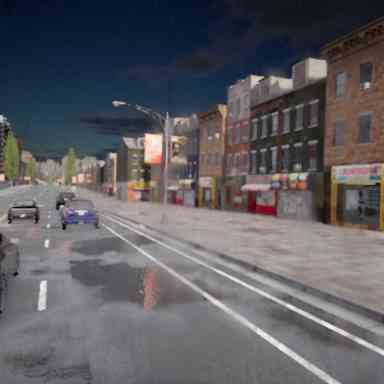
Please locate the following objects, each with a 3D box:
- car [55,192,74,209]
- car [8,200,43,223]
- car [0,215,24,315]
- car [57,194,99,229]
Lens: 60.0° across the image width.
[{"bbox_3d":[-15.003,1.013,39.655,2.150,2.045,5.566,1,0,-23],"label":"car"},{"bbox_3d":[-11.620,1.304,23.256,2.128,1.511,4.902,1,0,-23],"label":"car"},{"bbox_3d":[-4.680,1.434,6.766,1.812,1.442,4.674,1,0,-23],"label":"car"},{"bbox_3d":[-7.118,1.222,20.891,2.097,1.767,4.553,1,0,-23],"label":"car"}]
